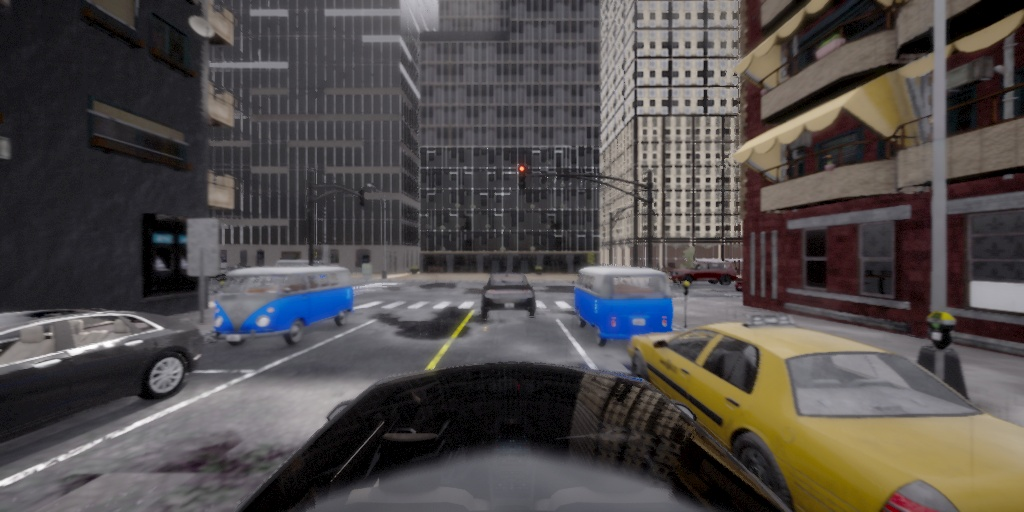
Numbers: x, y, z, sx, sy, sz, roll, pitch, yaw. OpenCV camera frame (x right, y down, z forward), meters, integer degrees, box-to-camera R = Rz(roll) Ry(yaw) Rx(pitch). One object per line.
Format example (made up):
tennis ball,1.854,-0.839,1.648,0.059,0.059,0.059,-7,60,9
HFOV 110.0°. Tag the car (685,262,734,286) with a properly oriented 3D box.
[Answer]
car,15.228,1.387,28.748,5.009,1.841,2.192,0,0,0

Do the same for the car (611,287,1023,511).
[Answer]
car,2.689,1.298,3.977,1.751,1.417,4.829,0,0,0

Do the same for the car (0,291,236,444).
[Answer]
car,-5.692,1.324,3.835,2.007,1.370,4.403,0,0,0

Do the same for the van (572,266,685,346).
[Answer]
van,2.688,1.174,9.409,1.690,1.789,3.998,0,0,0

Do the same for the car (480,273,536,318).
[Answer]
car,-0.194,1.377,13.650,2.128,1.511,4.902,0,-1,-3

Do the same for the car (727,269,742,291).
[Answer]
car,15.178,1.642,20.368,4.507,1.381,1.888,0,0,0

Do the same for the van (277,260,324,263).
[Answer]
van,-17.161,1.252,28.937,3.998,1.789,1.690,0,0,0

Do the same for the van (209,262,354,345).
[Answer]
van,-5.693,1.175,9.436,1.690,1.789,3.998,0,0,0
